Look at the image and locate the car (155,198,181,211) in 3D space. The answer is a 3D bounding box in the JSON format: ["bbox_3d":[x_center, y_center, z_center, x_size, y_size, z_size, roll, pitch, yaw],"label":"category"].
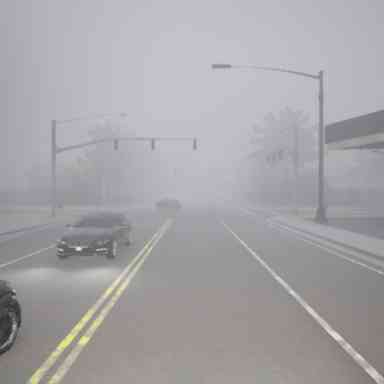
[{"bbox_3d":[-3.161,1.512,42.118,2.128,1.511,4.902,0,0,-29],"label":"car"}]

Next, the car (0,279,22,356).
[{"bbox_3d":[-3.529,1.566,3.242,1.994,1.385,4.181,0,0,1],"label":"car"}]

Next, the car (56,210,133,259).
[{"bbox_3d":[-3.498,1.511,12.719,1.837,1.490,4.892,0,0,0],"label":"car"}]
